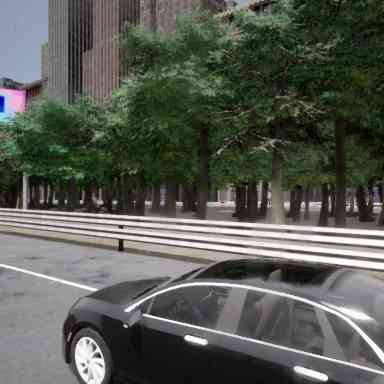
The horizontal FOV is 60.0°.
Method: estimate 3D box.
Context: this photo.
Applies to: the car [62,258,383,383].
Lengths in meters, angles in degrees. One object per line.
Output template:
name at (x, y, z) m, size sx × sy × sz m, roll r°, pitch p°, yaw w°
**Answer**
car at (0.576, 1.505, 3.585) m, size 4.892 × 1.490 × 1.837 m, roll 0°, pitch 0°, yaw 36°
